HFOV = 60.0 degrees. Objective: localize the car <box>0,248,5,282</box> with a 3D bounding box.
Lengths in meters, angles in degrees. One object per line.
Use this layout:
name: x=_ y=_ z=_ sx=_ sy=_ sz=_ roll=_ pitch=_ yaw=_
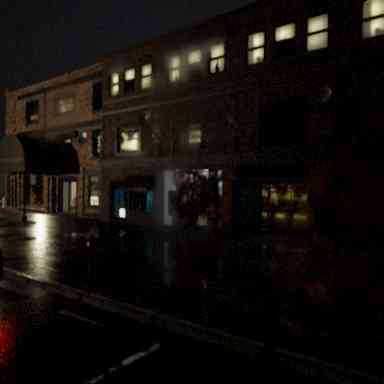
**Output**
car: x=-6.253 y=1.453 z=7.813 sx=4.892 sy=1.490 sz=1.837 roll=0 pitch=0 yaw=36
